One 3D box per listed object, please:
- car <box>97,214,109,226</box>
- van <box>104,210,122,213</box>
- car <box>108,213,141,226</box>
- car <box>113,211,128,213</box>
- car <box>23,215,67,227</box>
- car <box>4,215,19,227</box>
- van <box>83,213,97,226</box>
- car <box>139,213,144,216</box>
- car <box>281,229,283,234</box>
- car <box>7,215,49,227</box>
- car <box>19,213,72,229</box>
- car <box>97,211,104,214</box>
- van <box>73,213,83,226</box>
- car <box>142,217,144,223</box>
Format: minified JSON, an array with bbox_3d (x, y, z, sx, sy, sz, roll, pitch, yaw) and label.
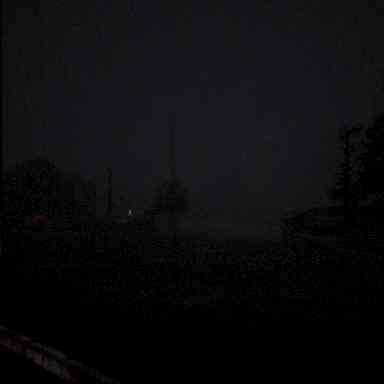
[{"bbox_3d":[-17.144,4.991,56.049,4.892,1.521,2.231,1,-5,4],"label":"car"},{"bbox_3d":[-21.513,6.681,90.748,1.878,1.987,4.442,1,1,10],"label":"van"},{"bbox_3d":[-13.449,5.569,64.297,5.566,2.045,2.435,1,-5,4],"label":"car"},{"bbox_3d":[-18.925,6.856,89.092,2.185,1.767,4.553,1,1,10],"label":"car"},{"bbox_3d":[-21.062,4.154,47.834,5.366,1.575,1.946,1,-5,4],"label":"car"},{"bbox_3d":[-23.350,3.646,42.320,4.674,1.452,2.002,1,-5,4],"label":"car"},{"bbox_3d":[-18.271,4.491,53.328,4.442,1.987,1.878,1,-6,4],"label":"van"},{"bbox_3d":[-13.794,7.159,86.011,2.163,1.488,4.792,1,1,9],"label":"car"},{"bbox_3d":[19.876,8.102,68.706,2.185,1.767,4.553,1,1,5],"label":"car"},{"bbox_3d":[-22.123,3.923,45.075,4.674,1.452,2.002,1,-6,4],"label":"car"},{"bbox_3d":[-15.863,3.328,36.498,1.882,1.535,5.008,0,-5,22],"label":"car"},{"bbox_3d":[-24.141,6.839,92.161,2.231,1.521,4.892,1,1,10],"label":"car"},{"bbox_3d":[-19.513,4.213,50.579,4.442,1.987,1.878,1,-6,5],"label":"van"},{"bbox_3d":[-12.193,6.136,67.015,4.674,1.452,2.002,1,-5,4],"label":"car"}]
